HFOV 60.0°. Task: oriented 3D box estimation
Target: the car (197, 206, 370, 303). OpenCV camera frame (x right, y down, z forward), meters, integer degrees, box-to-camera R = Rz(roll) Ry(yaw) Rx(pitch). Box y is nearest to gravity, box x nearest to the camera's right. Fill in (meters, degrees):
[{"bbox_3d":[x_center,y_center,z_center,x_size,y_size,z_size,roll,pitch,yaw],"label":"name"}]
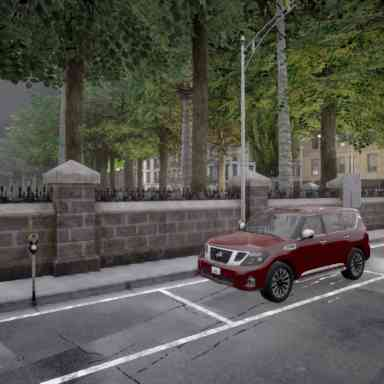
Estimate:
[{"bbox_3d":[2.532,1.314,8.398,5.009,1.841,2.192,0,0,-36],"label":"car"}]
